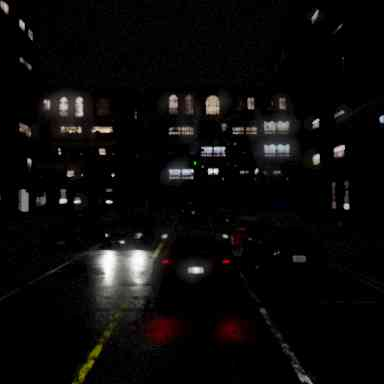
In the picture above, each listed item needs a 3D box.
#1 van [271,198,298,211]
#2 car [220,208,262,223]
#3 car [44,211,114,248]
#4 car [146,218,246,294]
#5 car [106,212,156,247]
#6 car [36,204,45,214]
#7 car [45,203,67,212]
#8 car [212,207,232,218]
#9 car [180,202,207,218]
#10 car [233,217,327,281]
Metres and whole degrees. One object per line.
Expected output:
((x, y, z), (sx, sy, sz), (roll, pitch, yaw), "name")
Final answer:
((13.091, 1.736, 46.315), (3.998, 1.788, 1.690), (0, -1, 0), "van")
((2.576, 1.688, 15.615), (1.887, 1.381, 4.507), (1, -1, 0), "car")
((-5.271, 1.709, 15.591), (1.947, 1.339, 4.313), (1, -1, 0), "car")
((0.087, 1.647, 9.066), (1.994, 1.385, 4.181), (0, 0, 0), "car")
((-2.843, 1.697, 16.246), (2.033, 1.411, 5.357), (0, -1, 0), "car")
((-19.652, 1.876, 38.135), (4.097, 1.590, 1.967), (0, -1, 0), "car")
((-19.693, 2.154, 46.271), (4.403, 1.369, 2.008), (0, -1, 0), "car")
((2.578, 1.818, 26.741), (1.947, 1.339, 4.313), (1, -1, 0), "car")
((0.096, 1.607, 27.076), (2.097, 1.767, 4.553), (0, -1, 0), "car")
((2.576, 1.657, 10.049), (1.947, 1.339, 4.313), (1, -1, 0), "car")
